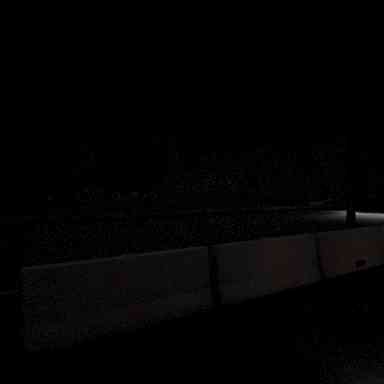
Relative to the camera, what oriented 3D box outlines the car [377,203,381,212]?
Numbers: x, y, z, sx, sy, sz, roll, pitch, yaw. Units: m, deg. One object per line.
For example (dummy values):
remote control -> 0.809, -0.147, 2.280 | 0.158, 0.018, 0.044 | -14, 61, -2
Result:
car -> 22.665, 1.642, 37.230 | 4.718, 1.301, 1.895 | 0, 0, -35
